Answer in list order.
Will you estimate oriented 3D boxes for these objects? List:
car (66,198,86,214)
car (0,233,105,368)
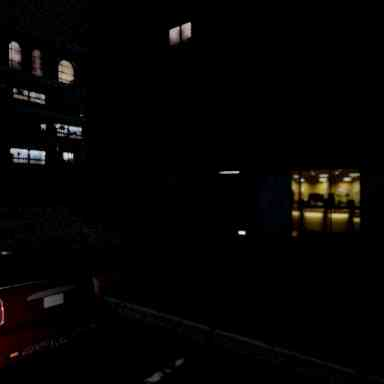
[{"bbox_3d":[-7.597,0.992,26.673,1.752,1.417,4.829,0,1,36],"label":"car"},{"bbox_3d":[-3.320,1.365,5.321,4.097,1.590,1.967,1,0,36],"label":"car"}]
